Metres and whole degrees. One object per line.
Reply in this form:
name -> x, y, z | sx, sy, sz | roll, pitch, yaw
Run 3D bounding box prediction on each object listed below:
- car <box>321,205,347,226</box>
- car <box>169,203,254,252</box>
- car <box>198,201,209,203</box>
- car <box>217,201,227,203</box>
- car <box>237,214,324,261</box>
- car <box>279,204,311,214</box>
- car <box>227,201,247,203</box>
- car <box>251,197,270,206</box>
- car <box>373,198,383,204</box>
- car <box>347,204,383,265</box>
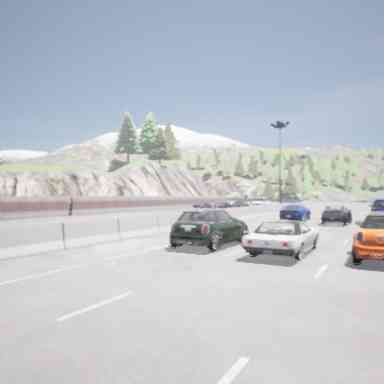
car -> 11.550, 1.788, 26.532 | 2.128, 1.511, 4.902 | -1, -1, 31
car -> 0.917, 1.555, 15.271 | 2.097, 1.767, 4.553 | -1, -1, 31
car -> 1.914, 2.340, 59.324 | 2.033, 1.411, 5.357 | -1, -1, 28
car -> 5.379, 2.253, 58.464 | 2.128, 1.511, 4.902 | -1, -1, 27
car -> 3.672, 1.759, 13.054 | 1.895, 1.301, 4.718 | -1, -1, 31
car -> 9.139, 1.825, 29.323 | 1.882, 1.535, 5.008 | -1, -1, 31
car -> 8.013, 2.219, 56.007 | 1.837, 1.490, 4.892 | -1, -1, 28
car -> 11.289, 1.900, 54.705 | 2.150, 2.045, 5.566 | -1, -1, 27
car -> 13.971, 1.469, 23.769 | 2.150, 2.045, 5.566 | -1, -1, 31
car -> 6.963, 1.473, 11.745 | 2.097, 1.767, 4.553 | -1, -1, 31
